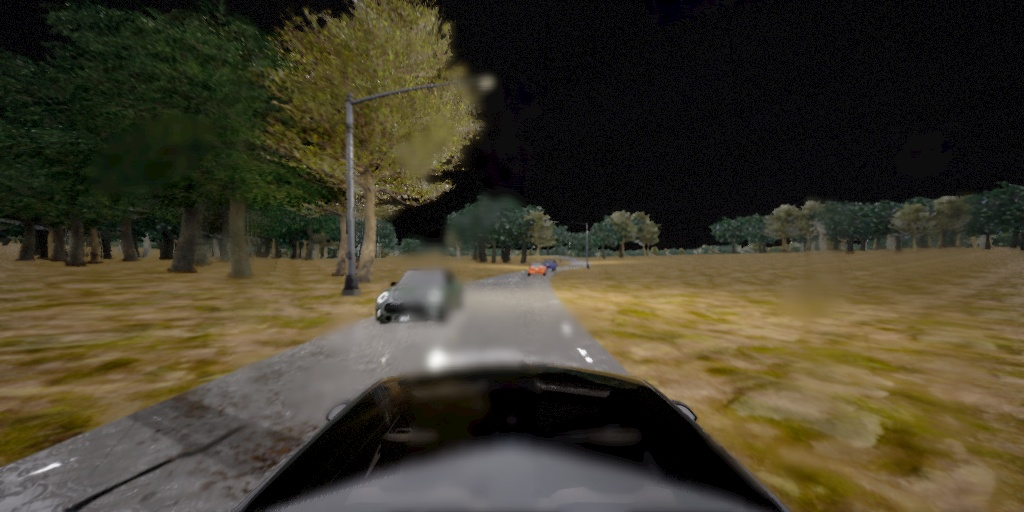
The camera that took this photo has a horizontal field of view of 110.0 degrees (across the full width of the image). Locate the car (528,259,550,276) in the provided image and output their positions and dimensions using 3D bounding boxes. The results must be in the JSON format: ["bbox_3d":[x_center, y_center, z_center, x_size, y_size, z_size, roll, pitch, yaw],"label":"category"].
[{"bbox_3d":[3.212,1.528,44.484,2.097,1.767,4.553,-1,-1,9],"label":"car"}]

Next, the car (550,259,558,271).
[{"bbox_3d":[6.623,1.609,62.354,2.150,2.045,5.566,-1,-1,14],"label":"car"}]

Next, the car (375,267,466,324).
[{"bbox_3d":[-2.955,1.205,12.402,2.097,1.767,4.553,-1,0,2],"label":"car"}]
